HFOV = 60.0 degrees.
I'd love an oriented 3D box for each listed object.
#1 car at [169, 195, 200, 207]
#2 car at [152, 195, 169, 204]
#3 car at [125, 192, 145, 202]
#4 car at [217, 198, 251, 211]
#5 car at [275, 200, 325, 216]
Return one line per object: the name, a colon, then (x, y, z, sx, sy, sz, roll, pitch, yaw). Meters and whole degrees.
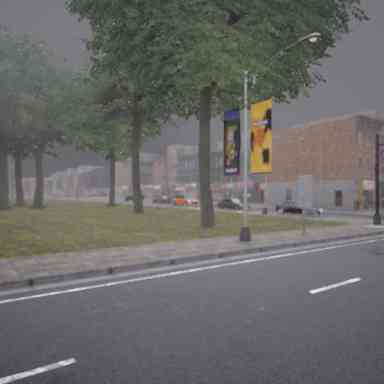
car: (-0.835, 1.216, 47.267, 2.097, 1.767, 4.553, 0, 0, -35)
car: (-5.381, 1.344, 58.705, 1.812, 1.442, 4.674, 0, 0, -36)
car: (-11.580, 1.008, 67.399, 2.150, 2.045, 5.566, 0, 0, -35)
car: (4.876, 1.462, 39.236, 1.812, 1.442, 4.674, 0, 0, -36)
car: (10.194, 1.511, 31.772, 2.128, 1.511, 4.902, 0, 0, -36)
